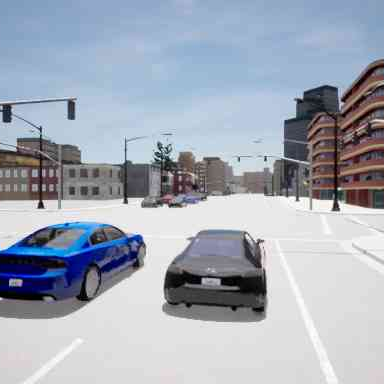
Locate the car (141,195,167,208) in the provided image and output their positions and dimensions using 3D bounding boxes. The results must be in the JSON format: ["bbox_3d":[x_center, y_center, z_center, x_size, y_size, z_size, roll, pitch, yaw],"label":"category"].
[{"bbox_3d":[-5.545,1.230,46.498,2.097,1.767,4.553,0,1,11],"label":"car"}]

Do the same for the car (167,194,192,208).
[{"bbox_3d":[-1.909,1.409,46.874,2.033,1.411,5.357,0,1,11],"label":"car"}]

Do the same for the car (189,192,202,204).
[{"bbox_3d":[-0.072,1.249,56.279,1.812,1.442,4.674,0,1,11],"label":"car"}]

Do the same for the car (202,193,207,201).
[{"bbox_3d":[1.890,1.052,66.101,1.837,1.490,4.892,0,1,12],"label":"car"}]

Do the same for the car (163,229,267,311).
[{"bbox_3d":[0.743,1.564,7.887,1.994,1.385,4.181,0,0,12],"label":"car"}]

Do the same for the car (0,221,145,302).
[{"bbox_3d":[-2.713,1.478,8.437,1.882,1.535,5.008,0,0,11],"label":"car"}]

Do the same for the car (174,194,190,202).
[{"bbox_3d":[-1.872,1.125,65.114,2.033,1.411,5.357,0,1,11],"label":"car"}]

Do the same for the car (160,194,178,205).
[{"bbox_3d":[-3.781,1.226,55.464,1.882,1.535,5.008,0,1,11],"label":"car"}]
